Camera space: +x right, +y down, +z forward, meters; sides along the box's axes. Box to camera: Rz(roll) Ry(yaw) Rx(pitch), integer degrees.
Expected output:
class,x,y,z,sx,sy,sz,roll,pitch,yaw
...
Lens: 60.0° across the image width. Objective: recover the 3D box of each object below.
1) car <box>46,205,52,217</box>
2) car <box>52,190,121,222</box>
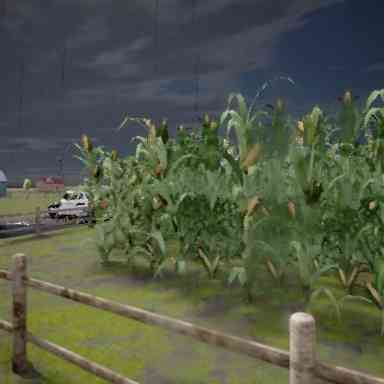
class,x,y,z,sx,sy,sz,roll,pitch,yaw
car,-9.119,1.115,25.966,1.837,1.490,4.892,1,2,22
car,-6.893,0.903,23.787,2.150,2.045,5.566,1,2,22
